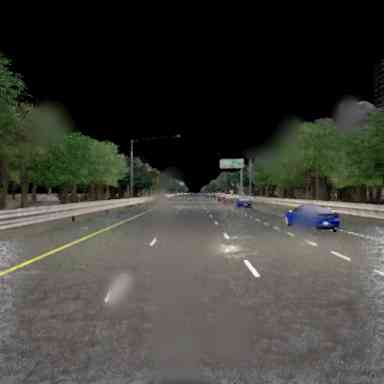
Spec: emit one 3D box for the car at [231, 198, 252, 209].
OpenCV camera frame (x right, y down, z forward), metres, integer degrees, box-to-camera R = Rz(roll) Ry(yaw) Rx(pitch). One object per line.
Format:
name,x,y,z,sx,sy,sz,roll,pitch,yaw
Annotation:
car,7.122,1.531,46.586,1.882,1.535,5.008,0,0,0

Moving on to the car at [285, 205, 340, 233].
car,7.023,1.510,19.921,1.882,1.535,5.008,0,0,0

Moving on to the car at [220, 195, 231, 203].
car,7.254,1.572,67.660,1.812,1.442,4.674,0,0,0

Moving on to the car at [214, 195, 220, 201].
car,7.386,1.520,83.636,1.882,1.535,5.008,0,0,1
